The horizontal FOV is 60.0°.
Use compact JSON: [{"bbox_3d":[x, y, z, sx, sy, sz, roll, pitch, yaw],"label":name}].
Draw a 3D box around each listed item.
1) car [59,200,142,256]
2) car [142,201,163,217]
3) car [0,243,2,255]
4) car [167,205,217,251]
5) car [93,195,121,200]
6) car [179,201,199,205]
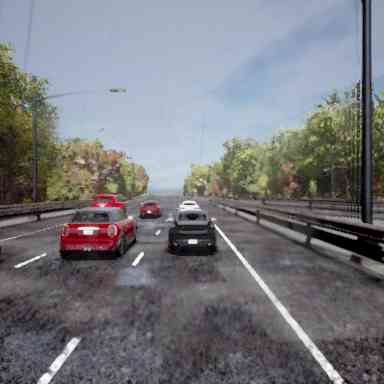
[{"bbox_3d":[-3.487,1.364,13.251,2.097,1.767,4.553,0,0,-1],"label":"car"},{"bbox_3d":[-3.770,1.566,31.135,1.812,1.442,4.674,0,0,-1],"label":"car"},{"bbox_3d":[-6.947,1.534,8.662,1.812,1.442,4.674,0,0,0],"label":"car"},{"bbox_3d":[0.005,1.517,14.207,1.837,1.490,4.892,0,0,-1],"label":"car"},{"bbox_3d":[-7.225,1.259,29.156,2.150,2.045,5.566,0,0,-1],"label":"car"},{"bbox_3d":[-0.267,1.565,31.047,1.812,1.442,4.674,0,0,-1],"label":"car"}]
